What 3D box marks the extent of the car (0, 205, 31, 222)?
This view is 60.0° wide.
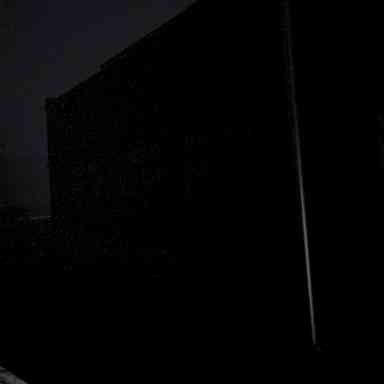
[{"bbox_3d":[-16.459,1.911,30.042,1.837,1.490,4.892,-3,1,3],"label":"car"}]
